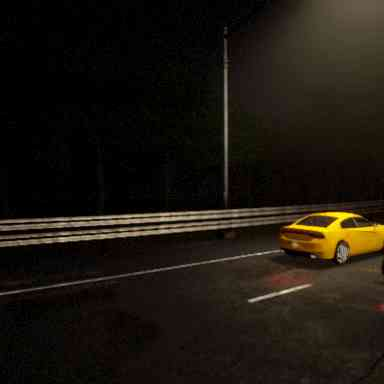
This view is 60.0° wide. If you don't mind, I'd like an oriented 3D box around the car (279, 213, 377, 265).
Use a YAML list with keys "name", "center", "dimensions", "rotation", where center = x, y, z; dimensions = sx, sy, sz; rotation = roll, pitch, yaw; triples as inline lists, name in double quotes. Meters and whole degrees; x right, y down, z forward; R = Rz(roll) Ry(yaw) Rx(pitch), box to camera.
- name: "car"
  center: [5.222, 1.467, 11.792]
  dimensions: [5.008, 1.535, 1.882]
  rotation: [-1, 0, -36]

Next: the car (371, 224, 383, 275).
- name: "car"
  center: [6.740, 1.558, 8.575]
  dimensions: [4.181, 1.385, 1.994]
  rotation: [0, 0, -36]
